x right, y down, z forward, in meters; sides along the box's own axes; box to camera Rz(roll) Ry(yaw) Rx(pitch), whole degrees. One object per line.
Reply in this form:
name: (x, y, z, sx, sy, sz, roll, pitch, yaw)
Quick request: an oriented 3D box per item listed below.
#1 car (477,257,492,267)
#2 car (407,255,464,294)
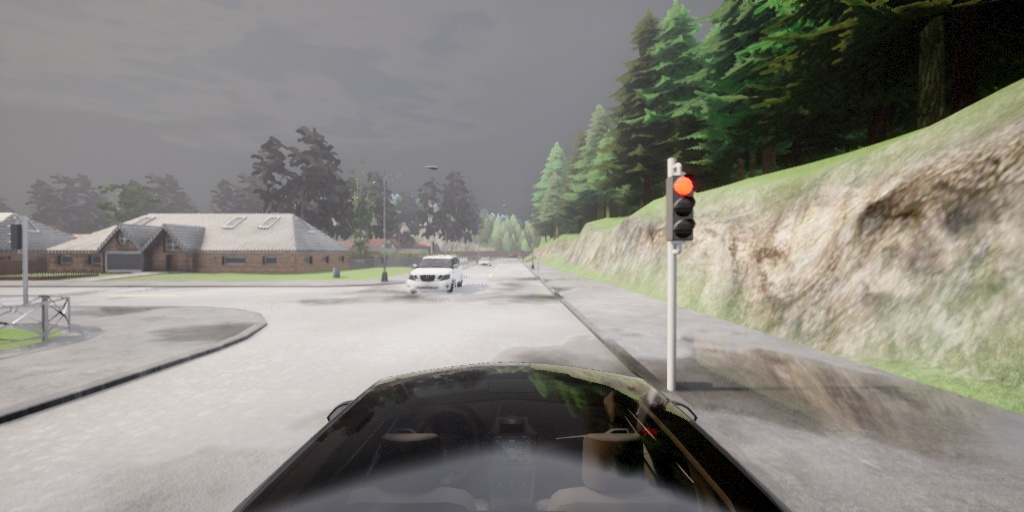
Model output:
car: (-3.992, 0.957, 53.075, 1.812, 1.442, 4.674, 0, 1, 0)
car: (-3.998, 0.974, 19.646, 2.150, 2.045, 5.566, 0, 1, 0)
